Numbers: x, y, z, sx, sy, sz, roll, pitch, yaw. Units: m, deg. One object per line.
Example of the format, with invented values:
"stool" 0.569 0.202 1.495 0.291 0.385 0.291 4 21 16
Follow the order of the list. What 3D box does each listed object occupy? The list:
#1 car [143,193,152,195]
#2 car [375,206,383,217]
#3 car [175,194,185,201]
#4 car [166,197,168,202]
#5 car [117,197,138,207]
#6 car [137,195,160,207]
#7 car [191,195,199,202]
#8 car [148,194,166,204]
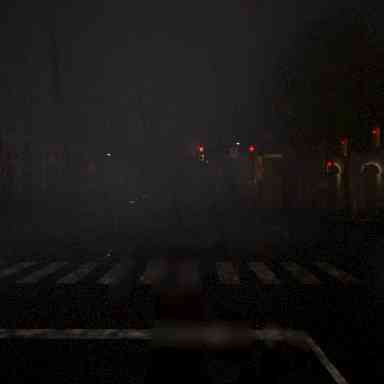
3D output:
"car" -9.877 1.225 72.808 2.150 2.045 5.566 0 0 1
"car" 18.598 1.526 29.196 4.674 1.442 1.812 0 0 1
"car" -2.773 1.279 78.653 2.097 1.767 4.553 0 0 1
"car" -6.379 1.595 72.657 1.895 1.301 4.718 0 0 1
"car" -10.214 1.548 52.052 2.033 1.411 5.357 0 0 1
"car" -6.717 1.548 51.896 2.033 1.411 5.357 0 0 1
"car" 0.727 1.450 78.623 2.128 1.511 4.902 0 0 1
"car" -6.603 1.526 62.648 1.812 1.442 4.674 0 0 1
